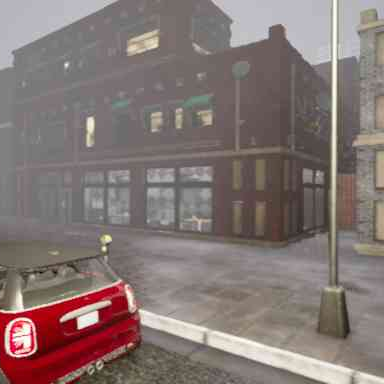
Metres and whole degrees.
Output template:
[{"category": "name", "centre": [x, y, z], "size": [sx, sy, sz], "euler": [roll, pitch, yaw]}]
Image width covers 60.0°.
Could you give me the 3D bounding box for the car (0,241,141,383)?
[{"category": "car", "centre": [-2.734, 1.440, 4.813], "size": [4.097, 1.590, 1.967], "euler": [0, 0, 35]}]
